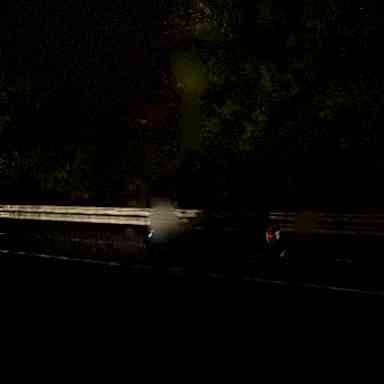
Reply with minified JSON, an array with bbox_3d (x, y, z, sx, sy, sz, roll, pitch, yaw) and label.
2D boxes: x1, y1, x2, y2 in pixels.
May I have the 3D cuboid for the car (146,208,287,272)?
[{"bbox_3d":[0.713,1.385,11.078,4.553,1.767,2.097,0,0,25],"label":"car"}]
